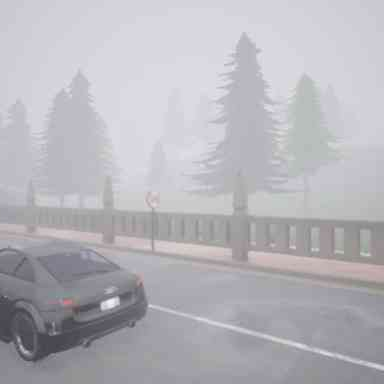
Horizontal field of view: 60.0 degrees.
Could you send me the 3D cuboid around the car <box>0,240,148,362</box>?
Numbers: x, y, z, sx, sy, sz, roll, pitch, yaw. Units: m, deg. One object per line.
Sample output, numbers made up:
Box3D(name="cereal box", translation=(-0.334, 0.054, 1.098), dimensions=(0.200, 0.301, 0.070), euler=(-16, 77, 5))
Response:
Box3D(name="car", translation=(-2.797, 1.583, 6.000), dimensions=(4.181, 1.385, 1.994), euler=(0, 0, 36))
